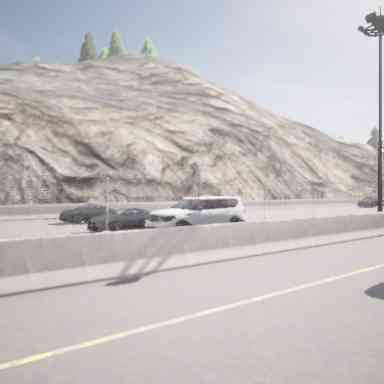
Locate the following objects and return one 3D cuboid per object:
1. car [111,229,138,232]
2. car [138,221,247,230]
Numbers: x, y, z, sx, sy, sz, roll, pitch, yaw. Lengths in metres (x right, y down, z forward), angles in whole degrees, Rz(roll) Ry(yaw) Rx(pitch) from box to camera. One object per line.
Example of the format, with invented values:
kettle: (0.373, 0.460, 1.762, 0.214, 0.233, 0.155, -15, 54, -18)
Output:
car: (-3.640, 1.565, 18.592, 4.181, 1.385, 1.994, 0, 0, -35)
car: (0.362, 1.222, 17.146, 5.566, 2.045, 2.150, 0, 0, -35)
